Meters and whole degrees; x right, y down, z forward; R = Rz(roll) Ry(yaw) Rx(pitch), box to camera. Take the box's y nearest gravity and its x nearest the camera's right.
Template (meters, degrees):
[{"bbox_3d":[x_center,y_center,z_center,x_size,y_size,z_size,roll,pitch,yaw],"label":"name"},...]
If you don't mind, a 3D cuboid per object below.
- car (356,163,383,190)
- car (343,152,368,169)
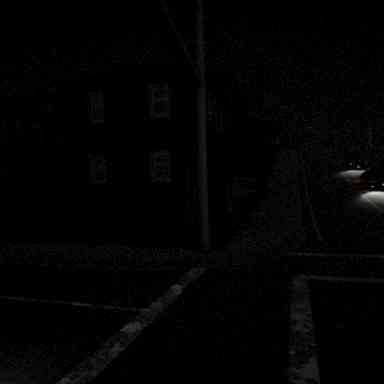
[{"bbox_3d":[14.064,-1.093,25.212,1.994,1.385,4.181,-1,11,18],"label":"car"},{"bbox_3d":[17.068,-3.482,35.002,2.033,1.411,5.357,-1,14,18],"label":"car"}]
